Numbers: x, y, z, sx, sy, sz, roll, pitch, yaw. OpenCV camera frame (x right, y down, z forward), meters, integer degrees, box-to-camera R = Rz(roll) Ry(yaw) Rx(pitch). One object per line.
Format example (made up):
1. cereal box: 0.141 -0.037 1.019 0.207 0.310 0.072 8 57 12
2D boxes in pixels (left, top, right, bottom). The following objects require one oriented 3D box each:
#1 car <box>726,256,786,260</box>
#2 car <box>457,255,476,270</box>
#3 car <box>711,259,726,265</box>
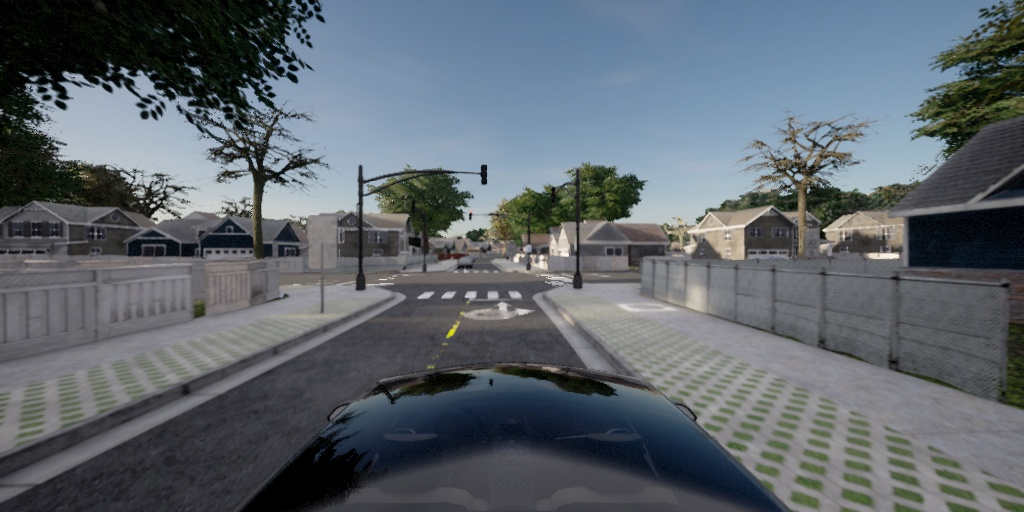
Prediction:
1. car: 21.574 0.797 30.698 5.008 1.535 1.882 -1 0 -4
2. car: -5.577 0.867 43.192 1.882 1.535 5.008 0 2 -5
3. car: 19.319 0.931 33.803 4.718 1.301 1.895 0 0 -4
